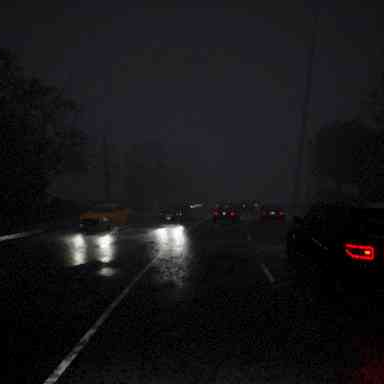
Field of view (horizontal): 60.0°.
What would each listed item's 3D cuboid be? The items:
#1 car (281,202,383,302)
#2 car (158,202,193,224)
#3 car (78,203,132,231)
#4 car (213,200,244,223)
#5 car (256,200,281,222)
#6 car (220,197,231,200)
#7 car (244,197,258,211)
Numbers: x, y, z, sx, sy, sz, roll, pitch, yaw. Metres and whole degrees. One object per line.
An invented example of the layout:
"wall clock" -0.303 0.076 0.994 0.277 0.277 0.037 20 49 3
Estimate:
"car" 3.983 1.247 8.420 2.150 2.045 5.566 0 0 4
"car" -1.168 1.532 25.104 2.128 1.511 4.902 0 0 10
"car" -5.360 1.499 21.089 1.882 1.535 5.008 0 0 9
"car" 2.806 1.603 26.451 2.033 1.411 5.357 0 0 11
"car" 6.443 1.616 26.899 2.033 1.411 5.357 0 0 11
"car" 6.043 1.679 60.651 1.994 1.385 4.181 0 0 24
"car" 6.911 1.661 42.544 1.994 1.385 4.181 0 0 17
